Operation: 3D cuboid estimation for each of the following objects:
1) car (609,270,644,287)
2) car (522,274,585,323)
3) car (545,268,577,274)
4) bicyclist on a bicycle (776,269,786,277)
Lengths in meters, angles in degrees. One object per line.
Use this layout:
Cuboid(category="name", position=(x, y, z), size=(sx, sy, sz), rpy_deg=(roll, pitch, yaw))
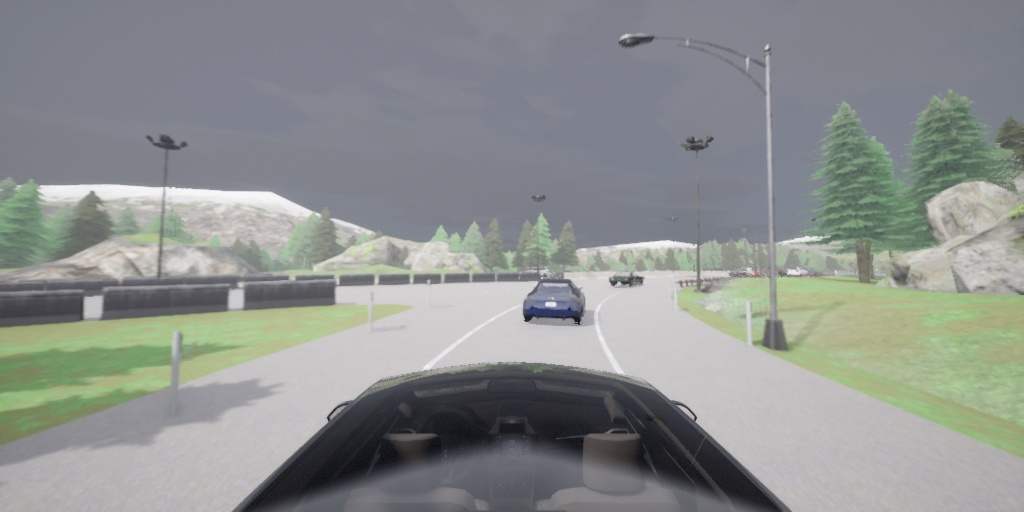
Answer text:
Cuboid(category="car", position=(10.547, 2.113, 32.742), size=(1.895, 1.301, 4.718), rpy_deg=(-2, -3, 36))
Cuboid(category="car", position=(1.653, 1.538, 13.251), size=(1.994, 1.385, 4.181), rpy_deg=(0, -1, 13))
Cuboid(category="car", position=(8.528, 3.084, 60.647), size=(4.892, 1.490, 1.837), rpy_deg=(1, -3, -36))
Cuboid(category="bicyclist on a bicycle", position=(36.635, 2.560, 49.135), size=(0.582, 1.620, 1.656), rpy_deg=(1, -1, -43))
